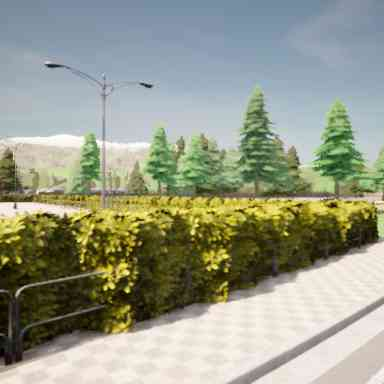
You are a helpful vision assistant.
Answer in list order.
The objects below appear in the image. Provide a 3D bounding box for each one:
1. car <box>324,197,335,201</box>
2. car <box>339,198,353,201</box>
[{"bbox_3d":[33.575,1.948,80.408,1.895,1.301,4.718,0,0,5],"label":"car"},{"bbox_3d":[32.688,1.932,70.473,1.994,1.385,4.181,0,0,5],"label":"car"}]
